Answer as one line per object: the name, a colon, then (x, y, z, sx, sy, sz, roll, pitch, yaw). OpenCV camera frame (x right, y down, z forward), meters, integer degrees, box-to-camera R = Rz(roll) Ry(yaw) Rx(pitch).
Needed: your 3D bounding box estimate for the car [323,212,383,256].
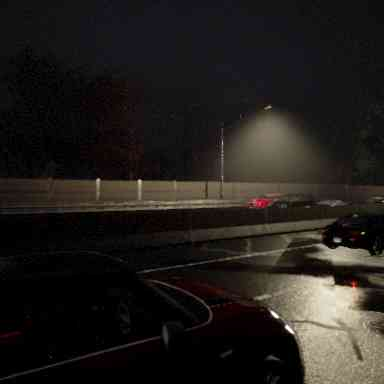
car: (6.977, 1.521, 13.021, 4.674, 1.442, 1.812, 0, 0, -35)

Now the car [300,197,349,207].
car: (12.412, 1.483, 30.035, 4.902, 1.511, 2.128, 0, 0, -35)

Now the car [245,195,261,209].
car: (8.232, 1.213, 35.652, 5.566, 2.045, 2.150, 0, 0, -35)

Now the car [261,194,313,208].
car: (9.730, 1.213, 32.424, 5.566, 2.045, 2.150, 0, 0, -35)

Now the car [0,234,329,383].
car: (-1.059, 1.352, 2.992, 4.553, 1.767, 2.097, 0, 0, -36)
